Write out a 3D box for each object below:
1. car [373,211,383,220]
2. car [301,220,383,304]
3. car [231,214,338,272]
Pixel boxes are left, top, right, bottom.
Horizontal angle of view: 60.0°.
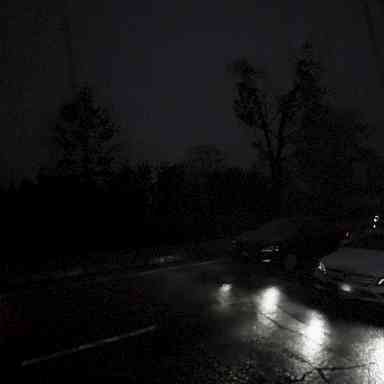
[{"bbox_3d":[12.255,1.495,19.427,4.553,1.767,2.097,1,-1,-45],"label":"car"},{"bbox_3d":[4.762,1.577,7.840,4.674,1.442,1.812,1,-1,-39],"label":"car"},{"bbox_3d":[3.471,1.554,11.288,5.008,1.535,1.882,1,-1,-39],"label":"car"}]
